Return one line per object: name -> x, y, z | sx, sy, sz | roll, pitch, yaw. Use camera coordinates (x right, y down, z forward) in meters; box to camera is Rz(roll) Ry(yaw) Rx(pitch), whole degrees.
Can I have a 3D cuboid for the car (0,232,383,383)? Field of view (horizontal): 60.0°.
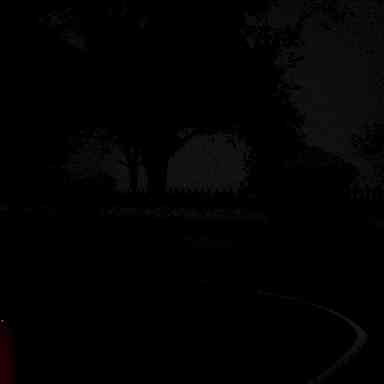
car -> -0.257, 1.331, 3.081 | 5.009, 1.841, 2.192 | -1, 0, 35
